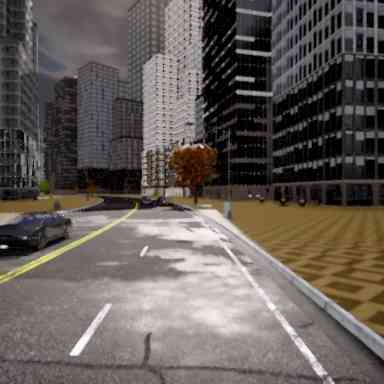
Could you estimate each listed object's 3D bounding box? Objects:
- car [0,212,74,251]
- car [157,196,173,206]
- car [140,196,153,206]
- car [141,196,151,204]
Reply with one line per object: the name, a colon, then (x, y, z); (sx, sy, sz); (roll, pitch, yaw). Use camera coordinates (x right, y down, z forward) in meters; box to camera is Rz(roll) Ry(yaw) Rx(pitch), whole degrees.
car: (-6.870, 1.600, 14.682); (2.033, 1.411, 5.357); (0, 0, -2)
car: (-4.431, 1.691, 57.259); (1.895, 1.301, 4.718); (0, 0, -9)
car: (-7.702, 1.664, 57.158); (1.994, 1.385, 4.181); (0, 0, -9)
car: (-9.329, 1.553, 66.720); (1.837, 1.490, 4.892); (0, 0, -10)
